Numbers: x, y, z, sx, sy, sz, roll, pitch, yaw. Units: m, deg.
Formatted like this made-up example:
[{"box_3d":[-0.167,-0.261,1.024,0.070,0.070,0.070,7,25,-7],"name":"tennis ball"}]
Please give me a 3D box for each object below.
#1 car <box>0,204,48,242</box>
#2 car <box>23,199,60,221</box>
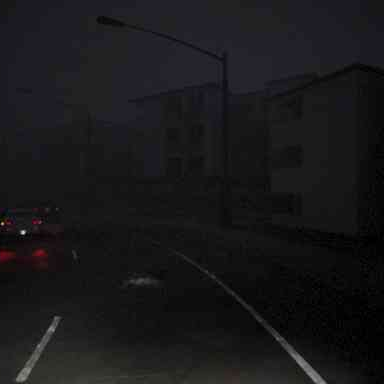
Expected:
[{"box_3d":[-8.608,1.519,16.522,1.812,1.442,4.674,0,0,-32],"name":"car"},{"box_3d":[-12.121,1.341,25.763,4.553,1.767,2.097,0,0,43],"name":"car"}]
